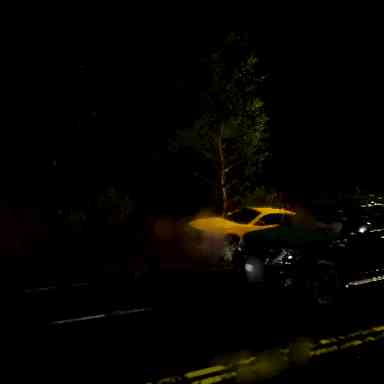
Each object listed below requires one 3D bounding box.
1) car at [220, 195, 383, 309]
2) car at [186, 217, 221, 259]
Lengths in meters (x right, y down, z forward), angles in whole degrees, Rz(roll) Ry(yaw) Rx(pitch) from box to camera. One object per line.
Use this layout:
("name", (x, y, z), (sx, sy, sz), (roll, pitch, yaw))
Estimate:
("car", (3.718, 1.139, 7.917), (5.566, 2.045, 2.150), (-2, 1, -23))
("car", (2.259, 1.225, 11.006), (5.008, 1.535, 1.882), (4, 3, -23))
